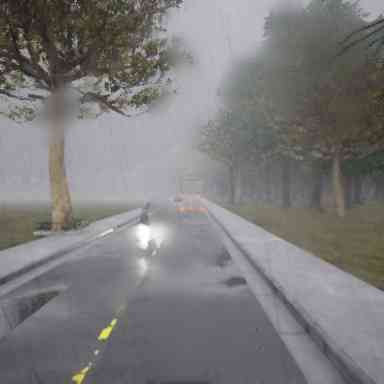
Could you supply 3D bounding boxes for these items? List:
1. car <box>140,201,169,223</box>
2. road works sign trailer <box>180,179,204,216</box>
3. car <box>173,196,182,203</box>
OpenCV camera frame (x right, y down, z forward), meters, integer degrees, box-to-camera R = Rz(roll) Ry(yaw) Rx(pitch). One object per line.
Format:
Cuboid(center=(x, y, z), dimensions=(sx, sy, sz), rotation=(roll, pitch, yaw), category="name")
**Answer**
Cuboid(center=(-2.857, 1.492, 25.848), dimensions=(2.128, 1.511, 4.902), rotation=(0, 0, 0), category="car")
Cuboid(center=(-0.011, 0.465, 33.068), dimensions=(2.380, 3.560, 2.880), rotation=(0, 0, 0), category="road works sign trailer")
Cuboid(center=(-2.776, 1.527, 67.578), dimensions=(2.033, 1.411, 5.357), rotation=(0, 0, 0), category="car")
